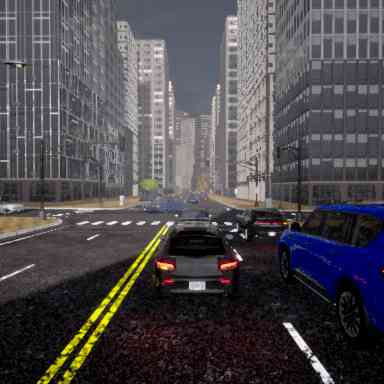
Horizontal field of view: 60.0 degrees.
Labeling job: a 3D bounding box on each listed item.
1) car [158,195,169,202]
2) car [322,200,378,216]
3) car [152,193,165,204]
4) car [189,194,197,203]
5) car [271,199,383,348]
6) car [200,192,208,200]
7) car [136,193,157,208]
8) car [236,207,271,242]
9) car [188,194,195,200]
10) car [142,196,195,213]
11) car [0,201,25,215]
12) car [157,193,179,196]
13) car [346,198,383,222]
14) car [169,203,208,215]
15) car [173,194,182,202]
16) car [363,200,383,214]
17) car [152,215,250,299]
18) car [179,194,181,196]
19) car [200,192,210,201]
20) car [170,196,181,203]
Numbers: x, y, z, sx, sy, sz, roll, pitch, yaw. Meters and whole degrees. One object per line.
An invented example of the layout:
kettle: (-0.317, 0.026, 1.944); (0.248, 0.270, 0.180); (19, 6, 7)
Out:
car: (-6.574, 1.471, 76.500); (2.033, 1.411, 5.357); (0, 0, 0)
car: (16.193, 1.616, 34.201); (4.892, 1.490, 1.837); (0, 1, 0)
car: (-6.594, 1.166, 66.020); (2.150, 2.045, 5.566); (0, 0, 1)
car: (0.033, 1.512, 63.584); (1.994, 1.385, 4.181); (0, 0, 0)
car: (3.347, 1.218, 6.434); (2.150, 2.045, 5.566); (0, 0, 0)
car: (3.164, 0.968, 89.640); (2.150, 2.045, 5.566); (0, 0, 0)
car: (-6.673, 1.318, 47.853); (2.097, 1.767, 4.553); (0, 0, 1)
car: (3.335, 1.496, 16.294); (1.837, 1.490, 4.892); (0, 0, 0)
car: (-0.087, 1.386, 90.576); (1.882, 1.535, 5.008); (0, 0, 0)
car: (-2.407, 1.465, 36.194); (2.033, 1.411, 5.357); (2, 1, 40)
car: (-18.547, 1.453, 31.537); (4.718, 1.301, 1.895); (1, 1, 1)
car: (-3.391, 1.318, 47.902); (2.097, 1.767, 4.553); (0, 0, 0)
car: (16.174, 1.520, 28.416); (5.009, 1.841, 2.192); (1, 0, 1)
car: (0.085, 1.538, 17.564); (2.033, 1.411, 5.357); (0, 0, 0)
car: (-3.325, 1.285, 77.398); (2.097, 1.767, 4.553); (0, 0, 0)
car: (21.774, 1.643, 36.707); (4.829, 1.417, 1.752); (1, 0, 1)
car: (0.091, 1.522, 8.290); (1.812, 1.442, 4.674); (0, 0, 0)
car: (-3.390, 1.503, 57.374); (2.033, 1.411, 5.357); (0, 0, 0)
car: (3.174, 1.443, 79.610); (1.812, 1.442, 4.674); (0, 0, 0)
car: (-3.333, 1.507, 67.341); (1.994, 1.385, 4.181); (0, 0, 1)
